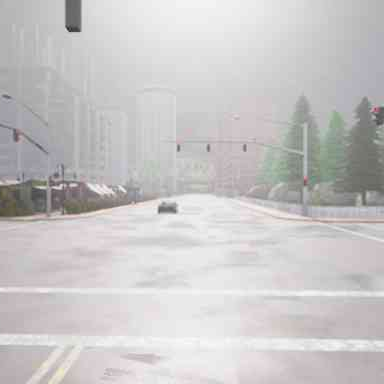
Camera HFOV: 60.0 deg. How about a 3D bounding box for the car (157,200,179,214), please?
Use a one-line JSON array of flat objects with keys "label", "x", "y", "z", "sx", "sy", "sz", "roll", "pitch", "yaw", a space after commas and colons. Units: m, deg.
[{"label": "car", "x": -2.460, "y": 1.547, "z": 34.720, "sx": 1.895, "sy": 1.301, "sz": 4.718, "roll": 0, "pitch": 0, "yaw": 2}]
